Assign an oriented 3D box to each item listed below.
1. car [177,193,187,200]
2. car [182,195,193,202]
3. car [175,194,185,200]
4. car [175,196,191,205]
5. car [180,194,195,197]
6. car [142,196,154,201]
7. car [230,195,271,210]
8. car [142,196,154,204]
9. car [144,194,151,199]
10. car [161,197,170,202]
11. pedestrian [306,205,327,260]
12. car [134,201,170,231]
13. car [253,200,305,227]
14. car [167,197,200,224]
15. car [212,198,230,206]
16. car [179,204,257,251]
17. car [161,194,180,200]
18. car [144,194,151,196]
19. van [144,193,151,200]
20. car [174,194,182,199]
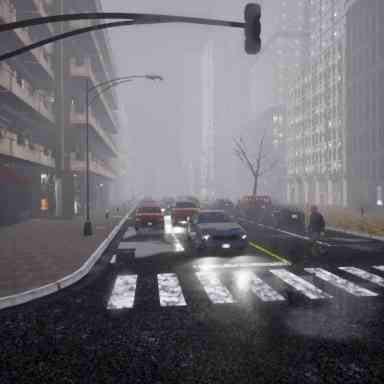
[{"bbox_3d":[-2.445,1.145,81.647,1.967,1.590,4.097,0,0,-8],"label":"car"},{"bbox_3d":[-0.962,1.295,70.702,1.947,1.339,4.313,0,0,-8],"label":"car"},{"bbox_3d":[-3.185,1.243,87.120,2.008,1.369,4.403,0,0,-8],"label":"car"},{"bbox_3d":[-1.581,1.334,55.207,2.033,1.411,5.357,0,0,-8],"label":"car"},{"bbox_3d":[-0.171,1.295,45.134,1.882,1.535,5.008,0,0,-7],"label":"car"},{"bbox_3d":[-4.818,1.421,36.740,1.887,1.381,4.507,0,0,-8],"label":"car"},{"bbox_3d":[4.969,1.178,26.918,2.192,1.841,5.009,0,0,-8],"label":"car"},{"bbox_3d":[-7.784,1.374,58.632,1.947,1.339,4.313,0,0,-8],"label":"car"},{"bbox_3d":[-12.232,1.275,91.470,1.887,1.381,4.507,0,0,-8],"label":"car"},{"bbox_3d":[-1.831,1.472,33.999,1.895,1.301,4.718,0,0,-8],"label":"car"},{"bbox_3d":[3.984,1.233,10.696,0.375,1.860,0.375,0,0,-8],"label":"pedestrian"},{"bbox_3d":[-2.594,1.476,20.322,1.887,1.381,4.507,0,0,-8],"label":"car"},{"bbox_3d":[5.710,1.448,21.446,1.947,1.339,4.313,0,0,-8],"label":"car"},{"bbox_3d":[-0.500,1.382,24.131,1.882,1.535,5.008,0,0,-8],"label":"car"},{"bbox_3d":[3.486,1.392,37.864,1.947,1.339,4.313,0,0,-8],"label":"car"},{"bbox_3d":[0.837,1.487,14.247,2.033,1.411,5.357,0,0,-8],"label":"car"},{"bbox_3d":[-3.188,1.329,44.310,2.128,1.511,4.902,0,0,-7],"label":"car"},{"bbox_3d":[-6.278,1.367,47.518,1.752,1.417,4.829,0,0,-8],"label":"car"},{"bbox_3d":[-11.491,1.083,85.996,1.690,1.788,3.998,0,0,-8],"label":"van"},{"bbox_3d":[-3.927,1.231,92.594,2.008,1.369,4.403,0,0,-8],"label":"car"}]
